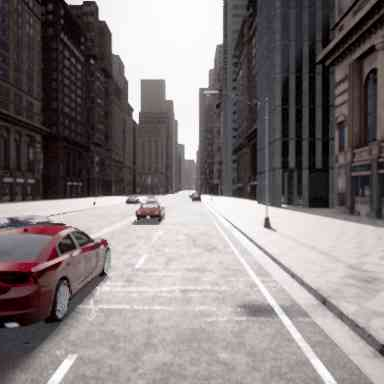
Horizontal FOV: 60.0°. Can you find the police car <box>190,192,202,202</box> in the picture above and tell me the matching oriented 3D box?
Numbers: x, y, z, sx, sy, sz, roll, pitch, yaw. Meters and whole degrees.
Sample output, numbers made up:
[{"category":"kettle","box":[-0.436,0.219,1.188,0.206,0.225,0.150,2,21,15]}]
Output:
[{"category":"police car","box":[0.993,1.219,69.709,1.930,1.638,5.238,0,0,0]}]

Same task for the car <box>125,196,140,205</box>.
[{"category":"car","box":[-9.790,1.392,55.300,1.994,1.385,4.181,0,0,1]}]

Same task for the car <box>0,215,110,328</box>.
[{"category":"car","box":[-3.149,1.454,7.130,1.882,1.535,5.008,0,0,0]}]

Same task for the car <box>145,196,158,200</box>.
[{"category":"car","box":[-6.546,1.358,54.031,1.812,1.442,4.674,0,0,0]}]

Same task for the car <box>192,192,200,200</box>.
[{"category":"car","box":[0.998,0.988,85.629,2.150,2.045,5.566,0,0,0]}]

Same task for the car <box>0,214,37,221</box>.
[{"category":"car","box":[-6.596,1.560,12.631,1.895,1.301,4.718,0,0,0]}]

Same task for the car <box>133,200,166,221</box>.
[{"category":"car","box":[-3.144,1.516,26.089,1.895,1.301,4.718,0,0,0]}]
